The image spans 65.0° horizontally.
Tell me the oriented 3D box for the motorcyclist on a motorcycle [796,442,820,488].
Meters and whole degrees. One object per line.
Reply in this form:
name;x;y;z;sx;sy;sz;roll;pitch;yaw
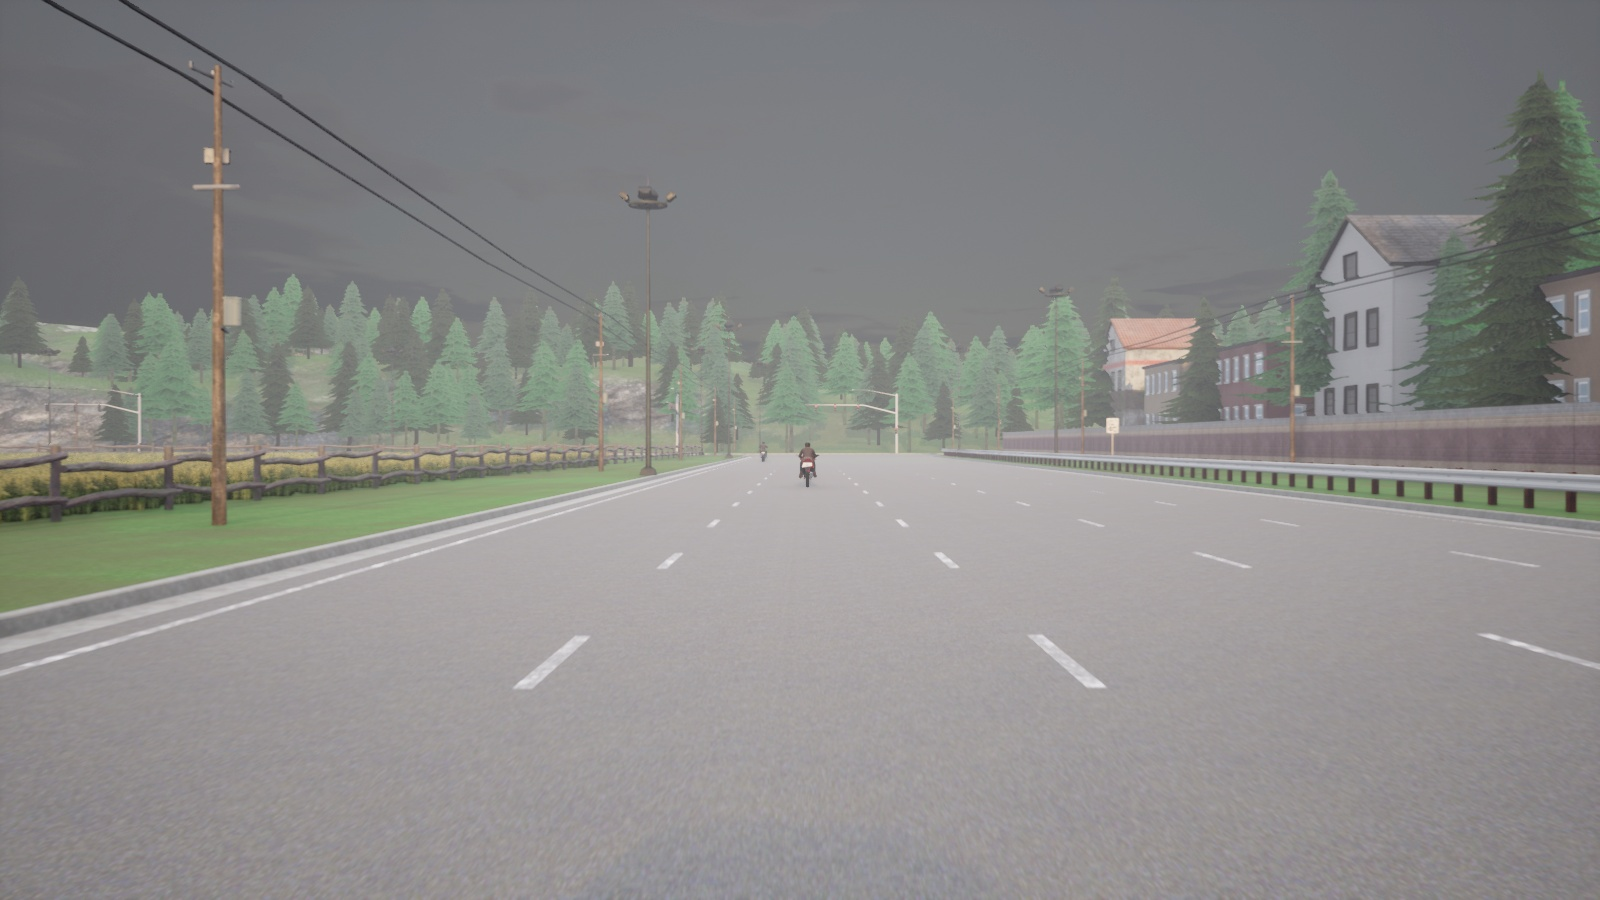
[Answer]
motorcyclist on a motorcycle;0.258;0.490;42.580;0.797;1.523;2.044;0;0;0
